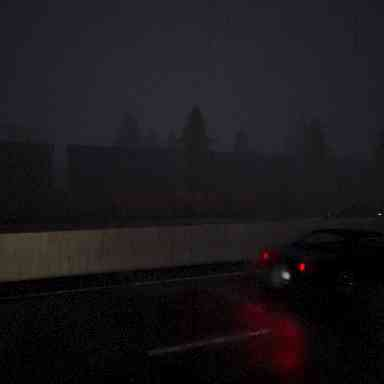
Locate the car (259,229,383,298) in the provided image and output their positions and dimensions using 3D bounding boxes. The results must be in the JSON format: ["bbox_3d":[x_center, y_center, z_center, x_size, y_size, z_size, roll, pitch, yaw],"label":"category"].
[{"bbox_3d":[4.167,1.598,8.368,4.718,1.301,1.895,0,0,-22],"label":"car"}]
